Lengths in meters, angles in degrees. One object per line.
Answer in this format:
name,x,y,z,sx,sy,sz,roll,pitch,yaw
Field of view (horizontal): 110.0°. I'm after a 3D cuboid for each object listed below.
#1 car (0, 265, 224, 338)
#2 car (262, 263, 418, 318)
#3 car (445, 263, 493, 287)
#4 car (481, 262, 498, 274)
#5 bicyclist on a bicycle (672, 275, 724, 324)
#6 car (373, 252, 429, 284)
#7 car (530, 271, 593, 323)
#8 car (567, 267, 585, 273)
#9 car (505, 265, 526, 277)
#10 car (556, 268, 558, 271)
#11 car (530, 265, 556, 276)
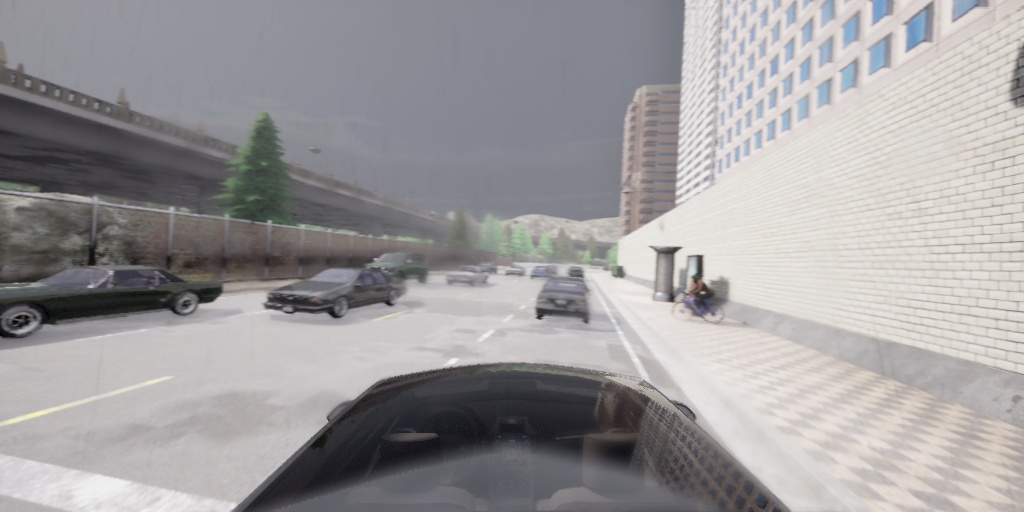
car,-9.767,0.883,8.414,1.895,1.301,4.718,3,0,11
car,-5.487,1.091,12.193,2.033,1.411,5.357,3,0,11
car,-3.031,1.385,25.087,1.895,1.301,4.718,3,0,11
car,-3.018,1.433,43.326,2.128,1.511,4.902,3,-1,11
bicyclist on a bicycle,6.335,1.476,12.157,1.656,1.620,0.582,4,0,11
car,-7.080,0.760,22.417,2.150,2.045,5.566,3,0,11
car,2.006,1.503,13.389,2.033,1.411,5.357,3,0,11
car,7.505,1.996,41.976,1.837,1.490,4.892,3,-1,11
car,0.468,1.779,42.968,1.895,1.301,4.718,3,0,11
car,5.529,2.007,50.667,2.033,1.411,5.357,3,0,11
car,3.125,1.771,37.940,2.033,1.411,5.357,3,0,11
